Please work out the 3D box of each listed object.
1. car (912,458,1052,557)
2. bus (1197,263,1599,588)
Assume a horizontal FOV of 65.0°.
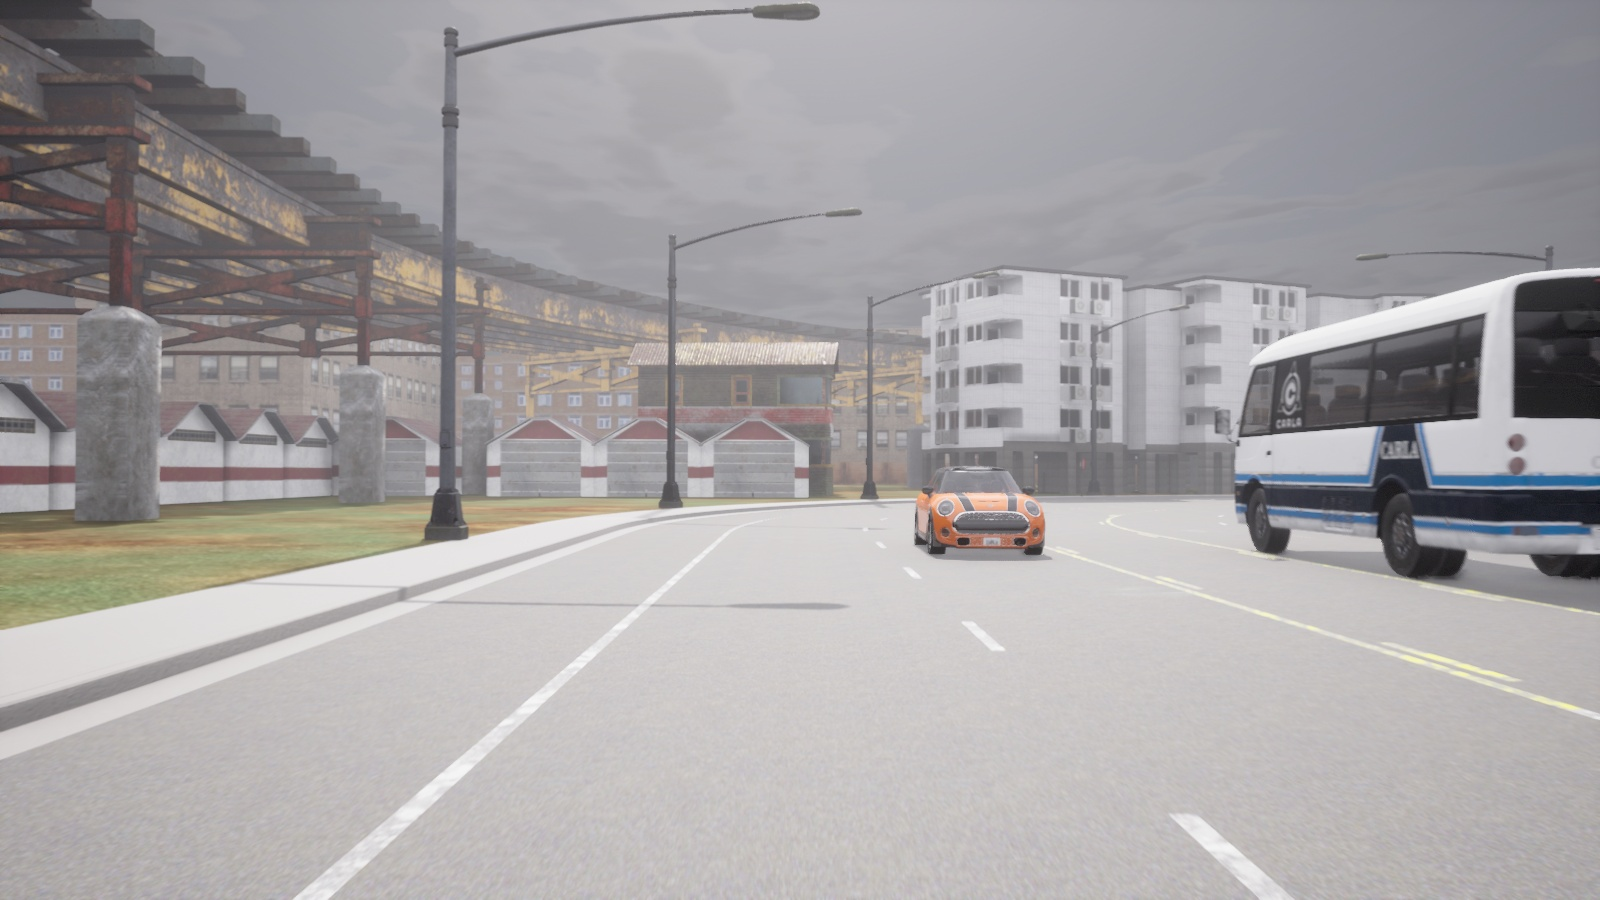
[{"bbox_3d":[3.468,1.075,24.812,2.097,1.767,4.553,0,-1,0],"label":"car"},{"bbox_3d":[10.468,-0.242,21.627,3.944,4.253,10.273,0,-1,0],"label":"bus"}]
